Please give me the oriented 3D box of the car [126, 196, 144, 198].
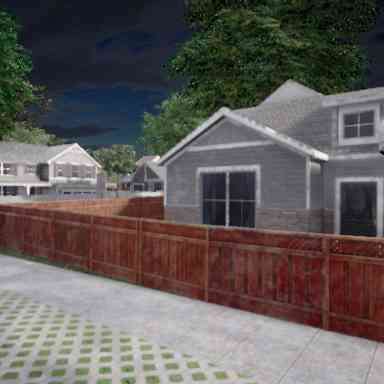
[{"bbox_3d":[-5.425,1.086,30.791,1.812,1.442,4.674,0,1,35],"label":"car"}]
